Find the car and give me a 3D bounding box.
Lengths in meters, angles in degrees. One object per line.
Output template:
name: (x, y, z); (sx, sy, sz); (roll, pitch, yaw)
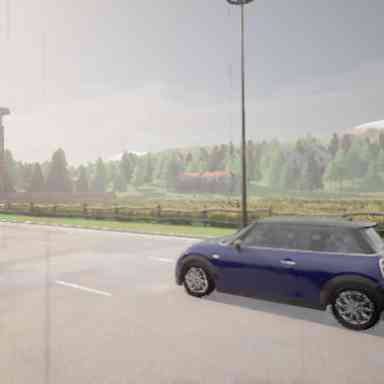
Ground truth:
car: (1.819, 1.307, 6.999); (4.553, 1.767, 2.097); (-1, 0, 35)
